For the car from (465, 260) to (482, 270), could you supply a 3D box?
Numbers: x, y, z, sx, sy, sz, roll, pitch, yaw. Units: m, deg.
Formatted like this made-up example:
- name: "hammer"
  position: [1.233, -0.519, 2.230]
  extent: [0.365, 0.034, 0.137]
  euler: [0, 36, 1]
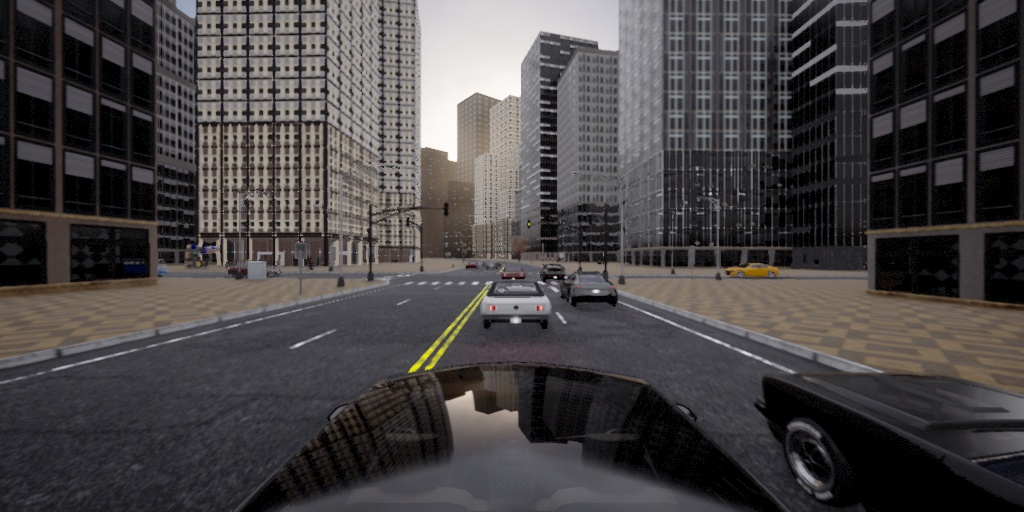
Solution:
- name: "car"
  position: [-6.549, 1.598, 59.011]
  extent: [1.895, 1.301, 4.718]
  euler: [0, 0, 0]

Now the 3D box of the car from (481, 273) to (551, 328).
- name: "car"
  position: [0.103, 1.401, 11.606]
  extent: [1.895, 1.301, 4.718]
  euler: [0, 0, 0]

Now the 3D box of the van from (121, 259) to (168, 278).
- name: "van"
  position: [-33.929, 1.120, 32.802]
  extent: [3.998, 1.789, 1.690]
  euler: [0, 0, 1]

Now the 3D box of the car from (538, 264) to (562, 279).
- name: "car"
  position: [3.356, 1.406, 30.267]
  extent: [1.837, 1.490, 4.892]
  euler: [0, 0, 0]

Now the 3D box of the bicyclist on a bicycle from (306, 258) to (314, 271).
- name: "bicyclist on a bicycle"
  position: [-24.697, 1.085, 43.896]
  extent: [0.582, 1.620, 1.656]
  euler: [0, 0, 1]

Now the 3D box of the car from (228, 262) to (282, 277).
- name: "car"
  position: [-25.168, 1.336, 35.172]
  extent: [4.674, 1.442, 1.812]
  euler: [0, 0, 1]

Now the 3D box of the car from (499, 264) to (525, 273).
- name: "car"
  position: [0.108, 1.493, 29.377]
  extent: [1.895, 1.301, 4.718]
  euler: [0, -1, 0]

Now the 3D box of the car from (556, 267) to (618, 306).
- name: "car"
  position: [3.354, 1.388, 16.300]
  extent: [1.994, 1.385, 4.181]
  euler: [0, 0, 0]

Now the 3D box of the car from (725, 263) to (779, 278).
- name: "car"
  position: [24.959, 1.505, 37.425]
  extent: [5.008, 1.535, 1.882]
  euler: [0, 0, 1]

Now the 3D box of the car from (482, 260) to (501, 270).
- name: "car"
  position: [-3.295, 1.492, 59.745]
  extent: [2.128, 1.511, 4.902]
  euler: [0, 0, 0]

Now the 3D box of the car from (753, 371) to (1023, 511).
- name: "car"
  position: [3.350, 1.349, 1.439]
  extent: [1.895, 1.301, 4.718]
  euler: [0, 0, 0]
